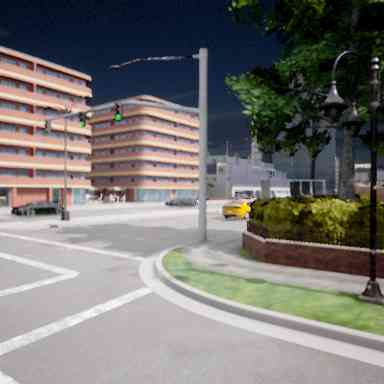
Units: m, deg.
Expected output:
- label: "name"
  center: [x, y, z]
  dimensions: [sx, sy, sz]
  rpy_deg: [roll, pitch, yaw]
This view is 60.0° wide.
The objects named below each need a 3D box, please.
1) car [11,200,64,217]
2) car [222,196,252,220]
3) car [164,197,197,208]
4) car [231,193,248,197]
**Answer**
- label: "car"
  center: [-13.334, 1.392, 28.960]
  dimensions: [1.994, 1.385, 4.181]
  rpy_deg: [0, 0, 36]
- label: "car"
  center: [4.396, 1.402, 27.694]
  dimensions: [1.882, 1.535, 5.008]
  rpy_deg: [0, 0, 36]
- label: "car"
  center: [-1.436, 1.377, 45.378]
  dimensions: [2.033, 1.411, 5.357]
  rpy_deg: [0, 0, 36]
- label: "car"
  center: [8.403, 0.992, 58.792]
  dimensions: [2.097, 1.767, 4.553]
  rpy_deg: [0, 0, 36]
